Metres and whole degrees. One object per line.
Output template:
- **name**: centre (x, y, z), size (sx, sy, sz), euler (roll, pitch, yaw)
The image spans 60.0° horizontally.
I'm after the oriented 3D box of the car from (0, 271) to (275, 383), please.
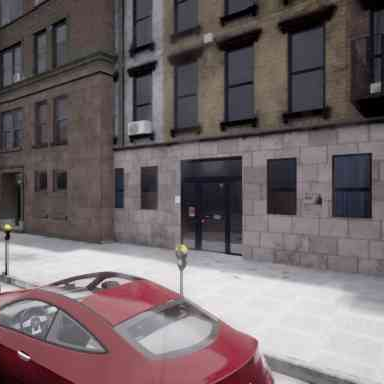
- **car**: centre (-1.213, 1.582, 3.684), size (4.206, 1.307, 1.802), euler (0, 0, 36)
